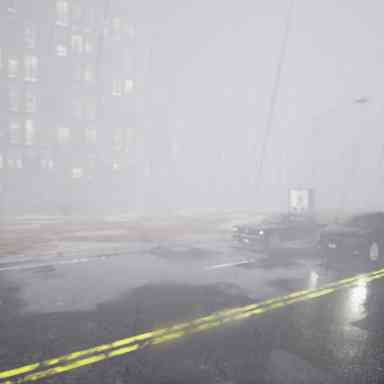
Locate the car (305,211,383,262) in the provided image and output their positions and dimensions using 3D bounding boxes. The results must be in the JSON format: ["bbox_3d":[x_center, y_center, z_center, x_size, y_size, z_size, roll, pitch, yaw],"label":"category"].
[{"bbox_3d":[6.649,1.509,12.375,5.008,1.535,1.882,0,0,-35],"label":"car"}]

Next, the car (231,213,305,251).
[{"bbox_3d":[3.966,1.625,14.459,4.718,1.301,1.895,0,0,-35],"label":"car"}]
